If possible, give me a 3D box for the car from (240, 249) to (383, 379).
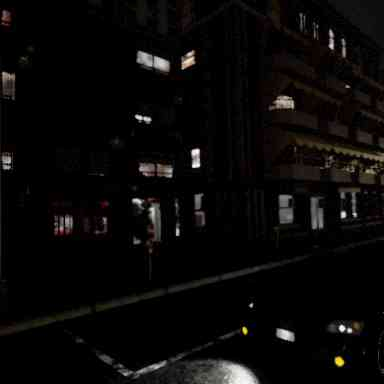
[{"bbox_3d":[2.731,1.750,5.822,4.181,1.385,1.994,1,-3,-42],"label":"car"}]
